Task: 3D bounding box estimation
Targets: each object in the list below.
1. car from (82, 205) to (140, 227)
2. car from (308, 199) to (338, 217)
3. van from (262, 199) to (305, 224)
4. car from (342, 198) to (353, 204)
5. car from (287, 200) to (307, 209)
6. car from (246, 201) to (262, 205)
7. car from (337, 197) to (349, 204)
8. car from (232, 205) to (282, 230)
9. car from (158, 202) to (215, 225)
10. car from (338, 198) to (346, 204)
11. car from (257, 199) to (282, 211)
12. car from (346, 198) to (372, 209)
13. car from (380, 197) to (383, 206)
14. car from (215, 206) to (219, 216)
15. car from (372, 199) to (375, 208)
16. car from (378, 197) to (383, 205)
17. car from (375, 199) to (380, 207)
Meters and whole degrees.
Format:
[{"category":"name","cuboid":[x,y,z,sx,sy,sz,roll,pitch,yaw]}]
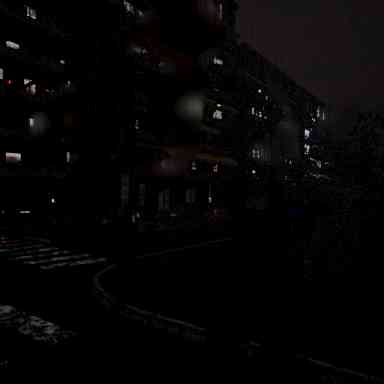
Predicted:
[{"category":"car","cuboid":[-5.667,1.626,23.690,2.008,1.369,4.403,1,0,36]},{"category":"car","cuboid":[14.212,1.837,36.522,1.967,1.590,4.097,1,0,36]},{"category":"van","cuboid":[7.643,1.647,27.616,1.690,1.788,3.998,1,0,36]},{"category":"car","cuboid":[40.216,2.220,85.896,1.752,1.417,4.829,1,0,36]},{"category":"car","cuboid":[17.325,1.974,54.862,1.802,1.307,4.206,1,0,36]},{"category":"car","cuboid":[8.746,1.780,38.839,2.128,1.511,4.902,1,0,37]},{"category":"car","cuboid":[37.034,2.094,81.580,1.967,1.590,4.097,1,0,36]},{"category":"car","cuboid":[4.357,1.827,23.162,1.947,1.339,4.313,1,0,36]},{"category":"car","cuboid":[-0.565,1.638,26.234,1.882,1.535,5.008,1,0,36]},{"category":"car","cuboid":[33.748,2.177,77.126,1.947,1.339,4.313,1,0,36]},{"category":"car","cuboid":[10.757,1.743,45.956,1.967,1.590,4.097,1,0,36]},{"category":"car","cuboid":[27.351,1.891,54.334,2.192,1.841,5.009,1,0,36]},{"category":"car","cuboid":[37.202,2.252,67.693,1.887,1.381,4.507,1,0,36]},{"category":"car","cuboid":[0.903,1.712,32.596,1.887,1.381,4.507,1,0,36]},{"category":"car","cuboid":[30.632,2.202,58.786,1.802,1.307,4.206,1,0,36]},{"category":"car","cuboid":[47.059,2.151,81.053,2.192,1.841,5.009,1,0,36]},{"category":"car","cuboid":[33.918,2.104,63.240,1.967,1.590,4.097,1,0,36]}]
